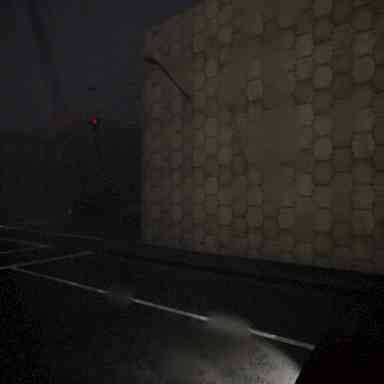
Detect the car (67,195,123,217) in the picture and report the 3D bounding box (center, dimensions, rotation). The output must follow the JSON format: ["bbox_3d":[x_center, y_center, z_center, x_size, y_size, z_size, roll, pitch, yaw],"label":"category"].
[{"bbox_3d":[-7.899,1.043,27.373,2.128,1.511,4.902,0,5,35],"label":"car"}]

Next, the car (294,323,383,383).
[{"bbox_3d":[2.756,1.565,2.030,4.181,1.385,1.994,0,0,35],"label":"car"}]
